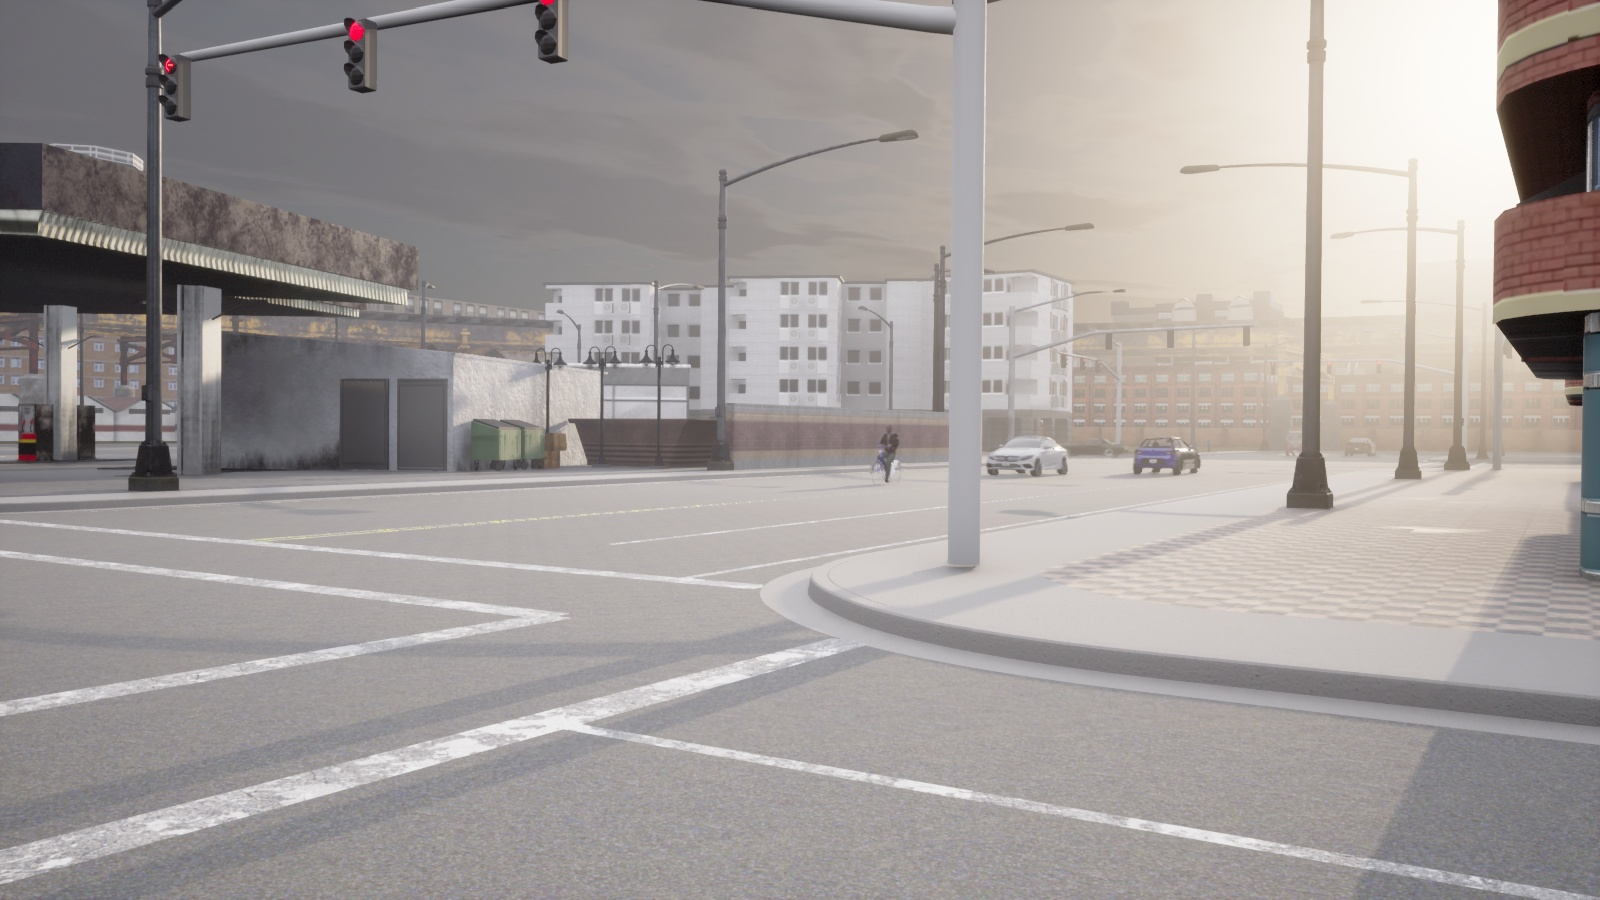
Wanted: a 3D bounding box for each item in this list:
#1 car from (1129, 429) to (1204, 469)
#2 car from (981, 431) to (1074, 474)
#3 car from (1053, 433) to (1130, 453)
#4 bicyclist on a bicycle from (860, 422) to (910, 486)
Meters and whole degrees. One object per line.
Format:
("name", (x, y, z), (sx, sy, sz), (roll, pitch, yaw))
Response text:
("car", (14.372, -0.055, 49.082), (1.816, 1.474, 4.193), (0, 1, 31))
("car", (8.348, 0.056, 45.784), (1.812, 1.442, 4.674), (0, 1, 30))
("car", (19.583, -0.498, 84.430), (4.718, 1.301, 1.895), (0, 1, 27))
("bicyclist on a bicycle", (2.440, 0.091, 35.804), (0.659, 1.776, 1.843), (0, 1, 31))
